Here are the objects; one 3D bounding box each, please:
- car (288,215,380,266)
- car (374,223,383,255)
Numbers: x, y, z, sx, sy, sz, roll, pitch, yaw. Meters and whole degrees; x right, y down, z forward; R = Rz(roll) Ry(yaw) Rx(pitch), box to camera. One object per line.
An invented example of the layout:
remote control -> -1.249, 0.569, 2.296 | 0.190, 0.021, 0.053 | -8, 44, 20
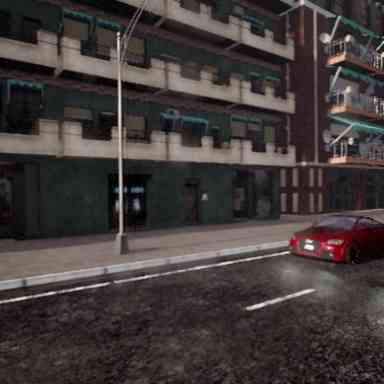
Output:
car -> 5.236, 1.496, 11.402 | 4.181, 1.385, 1.994 | 0, 0, -35
car -> 6.793, 1.499, 8.521 | 4.181, 1.385, 1.994 | 0, 0, -35
